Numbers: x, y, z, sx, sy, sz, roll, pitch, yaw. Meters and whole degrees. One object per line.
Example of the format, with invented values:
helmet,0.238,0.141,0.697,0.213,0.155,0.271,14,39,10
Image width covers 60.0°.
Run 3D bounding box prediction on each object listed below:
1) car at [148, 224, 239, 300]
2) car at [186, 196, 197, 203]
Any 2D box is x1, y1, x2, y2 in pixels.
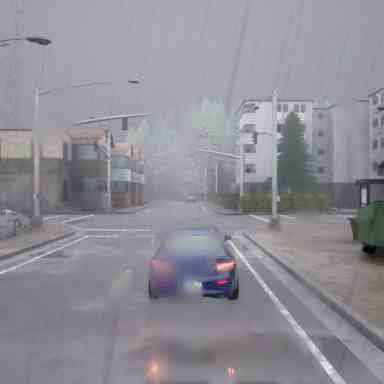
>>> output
car,0.040,1.526,8.248,1.812,1.442,4.674,0,0,0
car,-0.141,1.526,66.890,1.812,1.442,4.674,0,0,0
